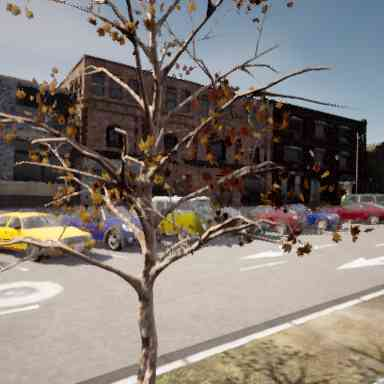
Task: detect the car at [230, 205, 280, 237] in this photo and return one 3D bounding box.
[{"bbox_3d":[1.598,1.418,17.104,4.892,1.521,2.231,-1,-1,36],"label":"car"}]

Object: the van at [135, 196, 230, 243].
[{"bbox_3d":[-0.799,1.189,15.333,4.442,1.987,1.878,-1,-1,35],"label":"van"}]

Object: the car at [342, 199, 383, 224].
[{"bbox_3d":[11.681,1.461,23.756,4.674,1.452,2.002,-1,-1,37],"label":"car"}]

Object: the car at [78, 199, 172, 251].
[{"bbox_3d":[-3.404,1.290,13.698,4.553,1.767,2.185,-1,-1,35],"label":"car"}]

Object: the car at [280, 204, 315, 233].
[{"bbox_3d":[4.108,1.458,18.781,4.674,1.452,2.002,-1,-1,36],"label":"car"}]

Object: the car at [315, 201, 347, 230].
[{"bbox_3d":[6.622,1.459,20.462,4.674,1.452,2.002,-1,-1,36],"label":"car"}]

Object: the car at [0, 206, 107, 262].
[{"bbox_3d":[-5.699,1.408,11.839,5.366,1.575,1.946,-1,-1,35],"label":"car"}]

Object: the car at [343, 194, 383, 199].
[{"bbox_3d":[14.251,1.171,25.381,5.566,2.045,2.435,-1,-1,37],"label":"car"}]
